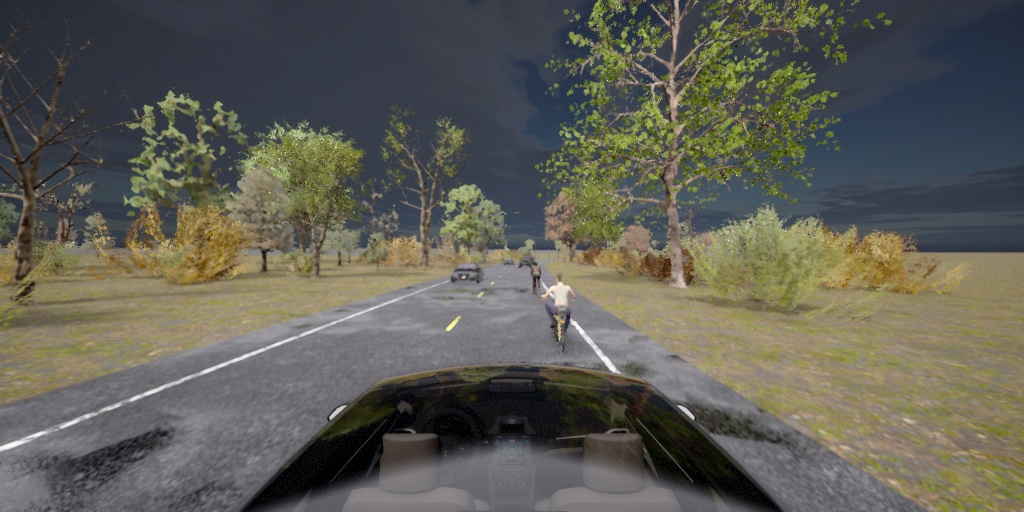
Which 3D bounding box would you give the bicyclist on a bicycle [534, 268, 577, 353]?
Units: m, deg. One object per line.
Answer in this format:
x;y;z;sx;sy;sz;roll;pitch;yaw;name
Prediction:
1.023;1.156;7.761;0.866;1.612;1.509;0;0;0;bicyclist on a bicycle

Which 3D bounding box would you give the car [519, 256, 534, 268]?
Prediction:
2.167;1.091;57.146;1.837;1.490;4.892;0;0;4;car

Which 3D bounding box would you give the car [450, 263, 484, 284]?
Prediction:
-3.159;1.211;25.903;1.994;1.385;4.181;0;0;2;car

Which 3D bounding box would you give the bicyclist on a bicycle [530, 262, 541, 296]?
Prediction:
1.156;1.132;17.117;0.582;1.620;1.656;0;0;1;bicyclist on a bicycle
